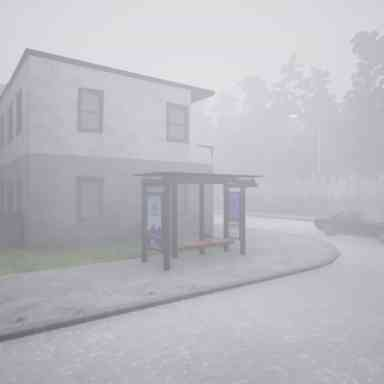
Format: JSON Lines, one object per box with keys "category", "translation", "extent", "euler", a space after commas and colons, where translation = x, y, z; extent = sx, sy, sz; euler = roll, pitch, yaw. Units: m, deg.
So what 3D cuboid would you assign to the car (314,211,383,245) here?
{"category": "car", "translation": [8.203, 1.600, 15.687], "extent": [1.895, 1.301, 4.718], "euler": [0, 0, -27]}
